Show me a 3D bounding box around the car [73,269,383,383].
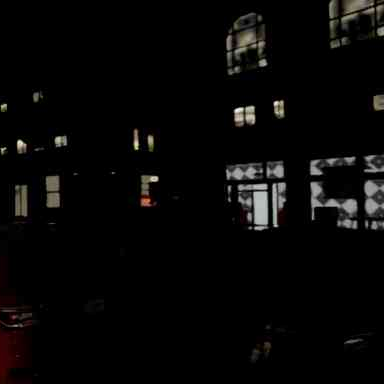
[{"bbox_3d":[1.450,1.439,1.857,4.097,1.590,1.967,0,-1,36],"label":"car"}]

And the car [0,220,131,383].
[{"bbox_3d":[-3.009,1.352,5.040,5.009,1.841,2.192,0,-1,36],"label":"car"}]
